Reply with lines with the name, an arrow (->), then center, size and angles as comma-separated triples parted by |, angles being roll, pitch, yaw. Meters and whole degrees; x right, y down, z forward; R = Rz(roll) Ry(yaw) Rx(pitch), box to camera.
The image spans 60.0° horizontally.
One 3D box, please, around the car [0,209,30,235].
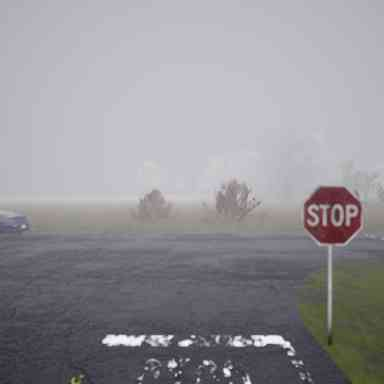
car -> -10.548, 1.529, 16.664 | 4.674, 1.442, 1.812 | 0, -1, 9
